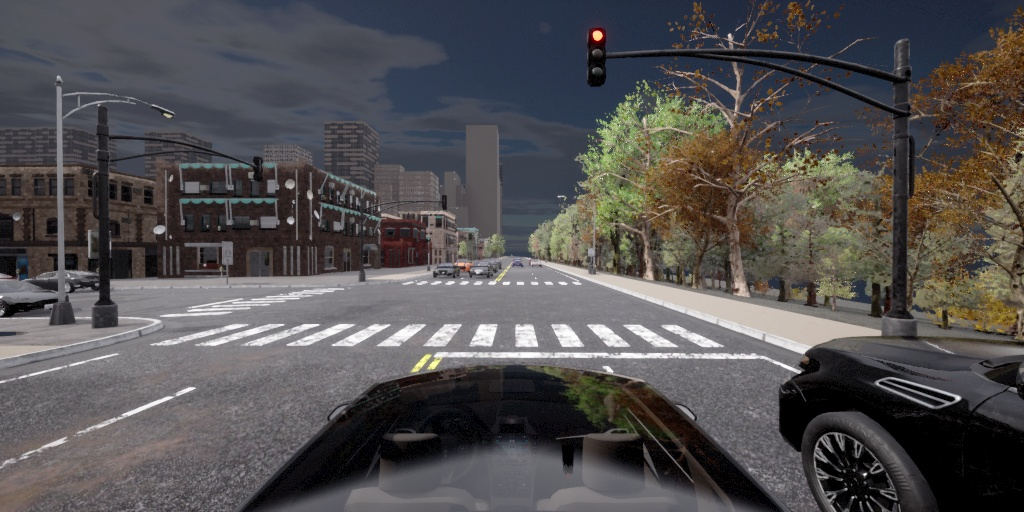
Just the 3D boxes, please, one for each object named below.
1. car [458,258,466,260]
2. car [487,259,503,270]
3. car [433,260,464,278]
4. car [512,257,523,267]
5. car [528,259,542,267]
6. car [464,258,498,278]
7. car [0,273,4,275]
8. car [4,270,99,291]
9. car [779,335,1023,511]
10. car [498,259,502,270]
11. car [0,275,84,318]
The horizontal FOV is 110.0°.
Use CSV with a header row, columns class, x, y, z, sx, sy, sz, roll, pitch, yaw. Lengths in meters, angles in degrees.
class,x,y,z,sx,sy,sz,roll,pitch,yaw
car,-5.914,1.088,43.751,2.097,1.767,4.553,0,0,1
car,-2.503,1.223,53.502,2.128,1.511,4.902,0,0,1
car,-6.080,1.304,33.755,1.994,1.385,4.181,0,0,1
car,1.002,1.252,63.791,1.812,1.442,4.674,0,0,1
car,4.362,1.327,64.121,1.895,1.301,4.718,0,0,1
car,-2.820,1.232,33.769,2.128,1.511,4.902,0,0,3
car,-33.493,1.654,22.449,4.207,1.307,1.802,0,0,1
car,-27.958,1.560,22.352,4.403,1.370,2.007,0,0,1
car,3.322,0.972,0.665,2.150,2.045,5.566,0,0,1
car,-2.673,1.227,43.260,2.128,1.511,4.902,0,0,1
car,-19.766,1.565,13.704,4.313,1.339,1.948,0,0,1
